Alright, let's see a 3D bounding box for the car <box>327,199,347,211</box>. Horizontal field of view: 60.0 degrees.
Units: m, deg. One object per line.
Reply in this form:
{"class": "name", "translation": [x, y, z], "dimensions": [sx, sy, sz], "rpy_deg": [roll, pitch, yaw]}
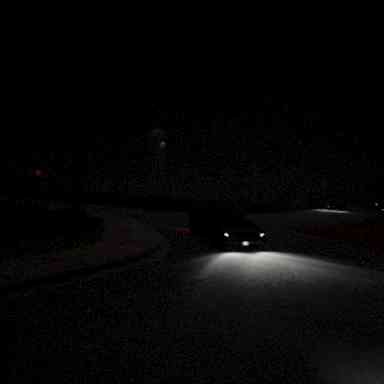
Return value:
{"class": "car", "translation": [20.527, 1.782, 46.939], "dimensions": [1.837, 1.490, 4.892], "rpy_deg": [3, 0, 36]}

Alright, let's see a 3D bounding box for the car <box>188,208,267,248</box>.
{"class": "car", "translation": [1.262, 1.409, 14.474], "dimensions": [2.033, 1.411, 5.357], "rpy_deg": [2, 0, -15]}

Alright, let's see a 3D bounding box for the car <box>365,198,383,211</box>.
{"class": "car", "translation": [28.632, 1.893, 50.666], "dimensions": [4.553, 1.767, 2.097], "rpy_deg": [2, 1, -29]}
